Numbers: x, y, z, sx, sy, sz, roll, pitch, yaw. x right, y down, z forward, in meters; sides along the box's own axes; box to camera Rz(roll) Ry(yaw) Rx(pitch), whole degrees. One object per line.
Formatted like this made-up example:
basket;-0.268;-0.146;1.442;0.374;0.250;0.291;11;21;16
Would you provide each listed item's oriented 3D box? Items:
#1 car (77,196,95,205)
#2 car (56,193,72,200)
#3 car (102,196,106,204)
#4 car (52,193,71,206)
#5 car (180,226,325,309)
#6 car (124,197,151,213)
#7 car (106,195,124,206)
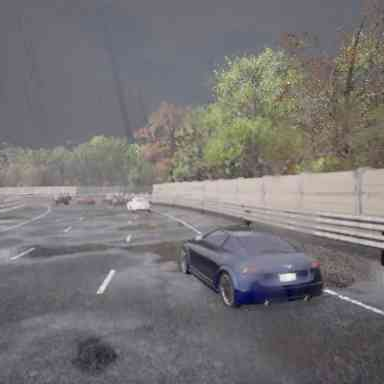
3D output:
car;-15.967;1.234;50.066;1.994;1.385;4.181;-1;1;-29
car;-28.812;1.061;74.795;1.812;1.442;4.674;-1;1;-43
car;-12.497;1.167;51.177;1.812;1.442;4.674;-1;1;-30
car;-19.158;1.207;48.597;1.837;1.490;4.892;-1;1;-29
car;1.106;1.490;7.882;1.994;1.385;4.181;-1;1;-18
car;-5.356;1.276;33.340;1.812;1.442;4.674;0;0;-18
car;-10.235;1.218;46.105;2.033;1.411;5.357;-1;1;-21
